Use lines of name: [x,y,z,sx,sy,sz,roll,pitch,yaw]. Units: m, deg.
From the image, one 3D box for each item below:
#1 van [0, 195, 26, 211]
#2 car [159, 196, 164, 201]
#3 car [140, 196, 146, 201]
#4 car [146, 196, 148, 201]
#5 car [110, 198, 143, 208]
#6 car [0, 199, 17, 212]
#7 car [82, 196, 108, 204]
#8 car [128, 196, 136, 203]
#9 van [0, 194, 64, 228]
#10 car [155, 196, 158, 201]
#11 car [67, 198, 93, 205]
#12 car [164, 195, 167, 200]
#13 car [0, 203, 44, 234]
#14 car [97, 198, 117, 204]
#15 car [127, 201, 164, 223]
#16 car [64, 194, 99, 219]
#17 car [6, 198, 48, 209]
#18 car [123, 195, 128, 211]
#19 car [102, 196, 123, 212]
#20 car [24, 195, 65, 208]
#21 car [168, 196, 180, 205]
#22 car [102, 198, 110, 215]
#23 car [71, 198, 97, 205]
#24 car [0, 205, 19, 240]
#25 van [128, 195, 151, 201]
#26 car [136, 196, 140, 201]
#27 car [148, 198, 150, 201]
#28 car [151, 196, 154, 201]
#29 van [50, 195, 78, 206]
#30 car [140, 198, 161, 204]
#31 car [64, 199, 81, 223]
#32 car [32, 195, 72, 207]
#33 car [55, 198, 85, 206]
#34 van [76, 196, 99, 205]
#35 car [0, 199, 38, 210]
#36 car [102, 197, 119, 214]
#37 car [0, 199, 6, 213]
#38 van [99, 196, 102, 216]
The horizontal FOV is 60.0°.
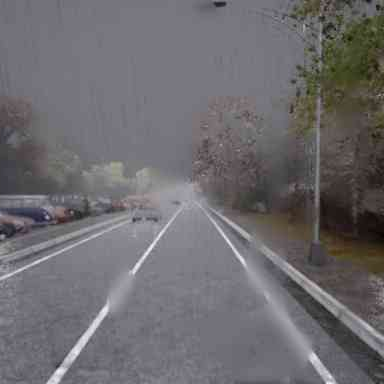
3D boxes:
van: [-23.498,1.380,41.623,4.442,1.987,1.878,0,-1,0]
car: [-10.093,2.165,80.475,5.366,1.575,1.946,0,-1,0]
car: [-10.112,1.706,49.951,5.366,1.575,1.946,0,-1,0]
car: [-10.264,1.807,55.503,4.792,1.488,2.163,0,-1,0]
car: [-10.266,1.773,52.727,4.792,1.488,2.163,0,-1,0]
car: [-23.381,1.614,38.976,4.674,1.452,2.002,0,-1,0]
car: [-23.387,1.916,80.520,5.566,2.045,2.435,0,-1,0]
car: [-10.117,1.604,41.623,5.366,1.575,1.946,0,-1,0]
van: [-10.199,1.184,19.434,4.442,1.987,1.878,0,0,0]
car: [-10.279,1.957,69.384,4.892,1.521,2.231,0,-1,0]
car: [-23.394,1.985,69.442,4.792,1.488,2.163,0,-1,0]
car: [-10.302,2.091,88.807,5.566,2.045,2.435,0,-1,0]
car: [-10.320,1.460,16.659,4.674,1.452,2.002,0,0,0]
car: [-23.322,2.429,91.591,4.792,1.488,2.163,0,-1,0]
car: [-3.351,1.581,25.374,1.895,1.301,4.718,0,0,0]
car: [-10.341,1.152,24.970,5.566,2.045,2.435,0,-1,0]
car: [-23.373,1.675,47.285,5.008,1.535,2.097,0,-1,0]
car: [-10.272,1.448,38.849,4.553,1.767,2.185,0,-1,0]
car: [-10.274,1.414,36.073,4.553,1.767,2.185,0,-1,0]
car: [-23.347,1.492,52.830,5.566,2.045,2.435,0,-1,0]
car: [-3.323,2.035,67.471,1.895,1.301,4.718,0,-1,0]
car: [-10.311,1.511,30.519,4.674,1.452,2.002,0,-1,0]
car: [-23.392,2.029,72.081,4.792,1.488,2.163,0,-1,0]
car: [-10.289,1.460,13.881,4.792,1.488,2.163,0,0,0]
van: [-10.407,1.619,61.058,4.442,1.987,1.878,0,-1,0]
car: [-10.305,1.676,47.175,4.892,1.521,2.231,0,-1,0]
car: [-10.263,1.841,58.279,4.792,1.488,2.163,0,-1,0]
car: [-10.318,1.909,63.831,4.792,1.488,2.163,0,-1,0]
van: [-23.486,1.619,61.139,4.442,1.987,1.878,0,-1,0]
car: [-10.283,2.227,83.250,4.892,1.521,2.231,0,-1,0]
car: [-10.343,1.428,22.217,4.792,1.488,2.163,0,0,0]
car: [-23.345,1.526,55.600,5.566,2.045,2.435,0,-1,0]
car: [-23.373,1.879,63.905,5.008,1.535,2.097,0,-1,0]
van: [-23.478,1.826,74.857,4.442,1.987,1.878,0,-1,0]
car: [-23.383,1.680,44.390,4.674,1.452,2.002,0,-1,0]
car: [-10.302,1.505,33.295,5.008,1.535,2.097,0,-1,0]
car: [-23.380,1.540,36.205,5.008,1.535,2.097,0,-1,0]
van: [-10.194,1.211,27.746,4.442,1.987,1.878,0,-1,0]
